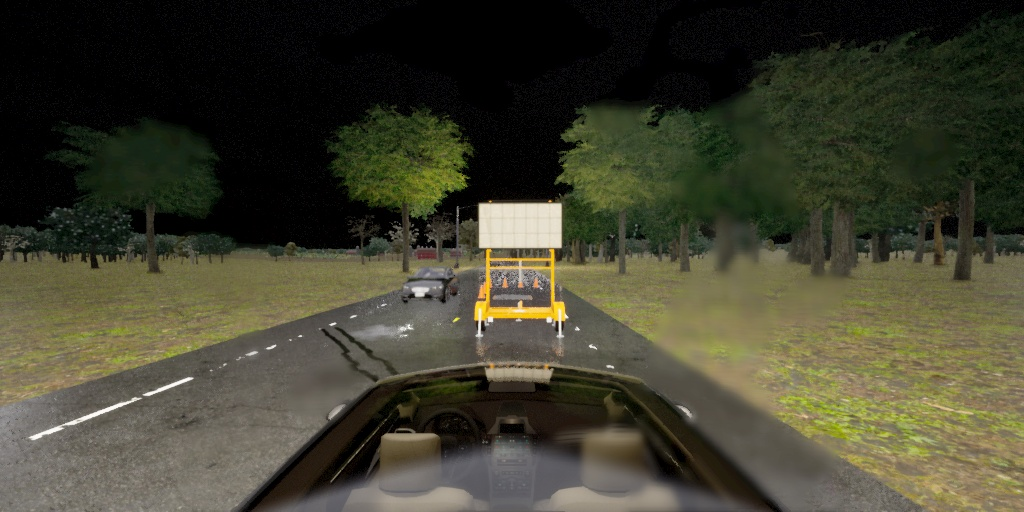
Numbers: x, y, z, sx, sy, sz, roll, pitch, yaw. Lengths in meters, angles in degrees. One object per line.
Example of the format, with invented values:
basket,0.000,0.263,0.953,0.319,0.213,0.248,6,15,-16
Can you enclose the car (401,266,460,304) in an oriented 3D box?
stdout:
car,-3.569,1.235,16.360,2.128,1.511,4.902,0,0,0

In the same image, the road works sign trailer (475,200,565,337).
road works sign trailer,0.239,0.210,10.251,2.380,3.560,2.880,0,0,2
